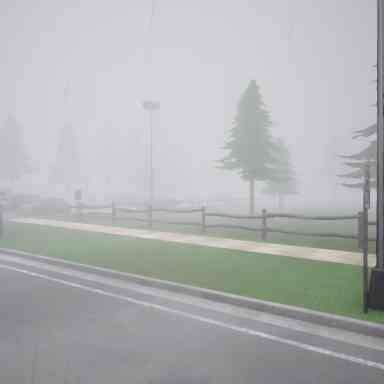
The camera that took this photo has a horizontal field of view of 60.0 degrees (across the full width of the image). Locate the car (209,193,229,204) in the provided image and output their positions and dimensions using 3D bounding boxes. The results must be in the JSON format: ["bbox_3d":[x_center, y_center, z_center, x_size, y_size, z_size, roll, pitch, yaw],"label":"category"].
[{"bbox_3d":[5.477,1.218,63.695,2.150,2.045,5.566,0,0,35],"label":"car"}]

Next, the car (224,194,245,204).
[{"bbox_3d":[8.248,1.529,61.554,1.812,1.442,4.674,0,0,35],"label":"car"}]

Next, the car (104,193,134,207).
[{"bbox_3d":[-11.182,1.221,52.311,2.150,2.045,5.566,0,0,35],"label":"car"}]

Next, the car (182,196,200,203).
[{"bbox_3d":[-0.212,1.513,67.774,1.882,1.535,5.008,0,0,35],"label":"car"}]

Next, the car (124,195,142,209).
[{"bbox_3d":[-6.827,1.564,46.347,1.994,1.385,4.181,0,0,35],"label":"car"}]

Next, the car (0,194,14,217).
[{"bbox_3d":[-17.058,1.221,31.787,2.150,2.045,5.566,0,0,35],"label":"car"}]

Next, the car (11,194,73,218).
[{"bbox_3d":[-13.590,1.352,30.633,2.097,1.767,4.553,0,0,35],"label":"car"}]

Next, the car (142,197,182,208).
[{"bbox_3d":[-3.870,1.477,44.468,1.882,1.535,5.008,0,0,35],"label":"car"}]
